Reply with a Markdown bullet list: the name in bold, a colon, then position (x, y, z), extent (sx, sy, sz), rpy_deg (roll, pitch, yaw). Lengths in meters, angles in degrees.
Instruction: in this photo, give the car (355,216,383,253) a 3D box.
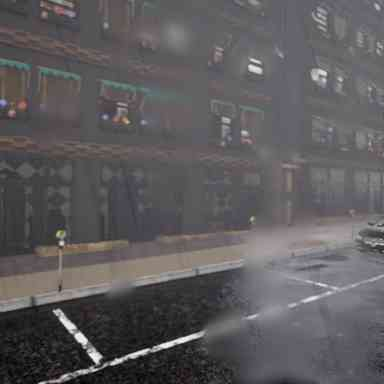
- **car**: position (7.611, 1.459, 11.978), extent (4.403, 1.369, 2.008), rpy_deg (0, 1, -35)
